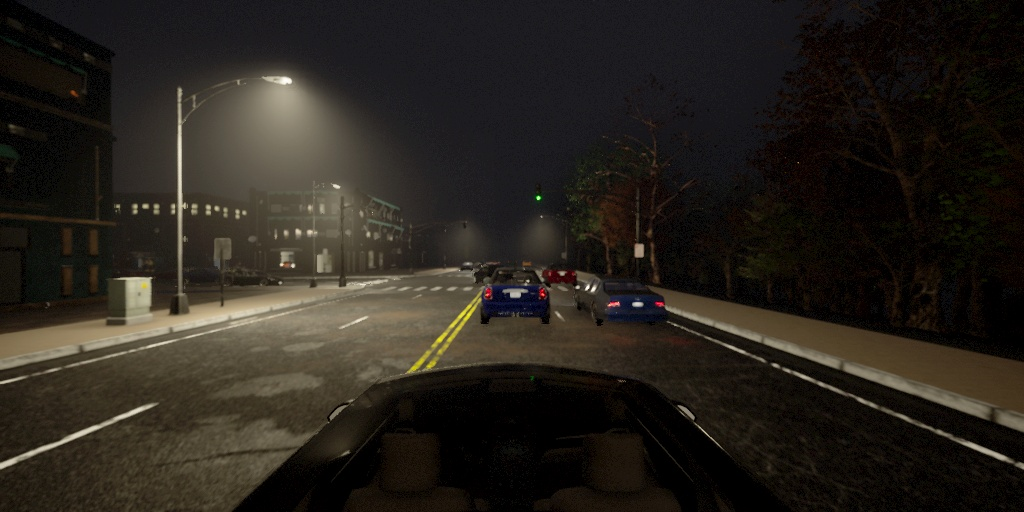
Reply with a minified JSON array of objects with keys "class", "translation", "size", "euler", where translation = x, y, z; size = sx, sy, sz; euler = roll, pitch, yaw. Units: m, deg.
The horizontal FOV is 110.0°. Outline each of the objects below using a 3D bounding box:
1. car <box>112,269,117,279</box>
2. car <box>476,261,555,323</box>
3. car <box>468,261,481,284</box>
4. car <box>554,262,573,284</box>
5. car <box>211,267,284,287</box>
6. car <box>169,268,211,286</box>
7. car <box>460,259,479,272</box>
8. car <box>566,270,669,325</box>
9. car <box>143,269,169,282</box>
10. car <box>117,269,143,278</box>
[{"class":"car","translation":[-33.830,1.749,27.660],"size":[4.097,1.591,1.967],"euler":[0,0,0]},{"class":"car","translation":[0.098,1.164,12.474],"size":[2.097,1.767,4.553],"euler":[0,0,0]},{"class":"car","translation":[-1.516,1.401,26.469],"size":[1.837,1.490,4.892],"euler":[1,0,-22]},{"class":"car","translation":[3.344,1.243,25.952],"size":[2.097,1.767,4.553],"euler":[0,0,0]},{"class":"car","translation":[-19.953,1.717,27.525],"size":[4.313,1.339,1.948],"euler":[0,0,0]},{"class":"car","translation":[-25.518,1.729,30.241],"size":[4.674,1.442,1.812],"euler":[-1,0,0]},{"class":"car","translation":[-6.584,1.596,53.947],"size":[2.033,1.411,5.357],"euler":[0,0,0]},{"class":"car","translation":[3.348,1.358,12.065],"size":[2.033,1.411,5.357],"euler":[0,0,0]},{"class":"car","translation":[-33.823,1.857,36.041],"size":[4.207,1.307,1.802],"euler":[0,0,0]},{"class":"car","translation":[-39.358,1.919,36.046],"size":[4.207,1.307,1.802],"euler":[0,0,0]}]
